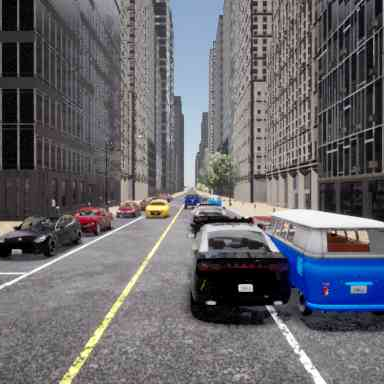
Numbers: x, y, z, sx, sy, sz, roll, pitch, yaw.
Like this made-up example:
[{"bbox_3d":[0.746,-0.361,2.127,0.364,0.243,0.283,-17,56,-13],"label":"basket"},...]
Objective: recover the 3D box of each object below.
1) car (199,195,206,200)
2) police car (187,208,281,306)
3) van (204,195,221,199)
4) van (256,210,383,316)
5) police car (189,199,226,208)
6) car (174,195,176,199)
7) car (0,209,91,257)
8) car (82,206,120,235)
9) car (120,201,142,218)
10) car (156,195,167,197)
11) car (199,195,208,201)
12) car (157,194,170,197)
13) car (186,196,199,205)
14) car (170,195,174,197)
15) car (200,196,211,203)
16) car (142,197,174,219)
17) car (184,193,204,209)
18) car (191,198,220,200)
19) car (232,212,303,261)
[{"bbox_3d":[2.870,1.476,92.690,2.008,1.369,4.403,0,0,0],"label":"car"},{"bbox_3d":[0.917,1.424,8.233,1.930,1.638,5.238,0,0,0],"label":"police car"},{"bbox_3d":[2.768,1.329,41.416,1.690,1.788,3.998,0,0,0],"label":"van"},{"bbox_3d":[2.701,1.340,7.235,1.690,1.788,3.998,0,0,0],"label":"van"},{"bbox_3d":[0.936,1.423,18.233,1.930,1.638,5.238,0,0,0],"label":"police car"},{"bbox_3d":[-5.532,1.526,81.313,1.802,1.307,4.206,0,0,0],"label":"car"},{"bbox_3d":[-5.668,1.564,12.948,1.947,1.339,4.313,0,0,0],"label":"car"},{"bbox_3d":[-5.656,1.542,18.645,1.887,1.381,4.507,0,0,0],"label":"car"},{"bbox_3d":[-5.634,1.576,30.040,1.802,1.307,4.206,0,0,0],"label":"car"},{"bbox_3d":[-5.588,1.544,52.827,1.947,1.339,4.313,0,0,0],"label":"car"},{"bbox_3d":[2.848,1.495,81.296,2.008,1.369,4.403,0,0,0],"label":"car"},{"bbox_3d":[-5.578,1.287,58.524,2.192,1.841,5.009,0,0,0],"label":"car"},{"bbox_3d":[0.117,1.463,59.168,2.128,1.511,4.902,0,0,0],"label":"car"},{"bbox_3d":[-5.556,1.274,69.918,2.192,1.841,5.009,0,0,0],"label":"car"},{"bbox_3d":[2.825,1.510,69.901,2.008,1.369,4.403,0,0,0],"label":"car"},{"bbox_3d":[-2.942,1.472,29.576,1.882,1.535,5.008,0,0,0],"label":"car"},{"bbox_3d":[0.093,1.206,44.894,2.150,2.045,5.566,0,0,0],"label":"car"},{"bbox_3d":[0.948,1.452,24.313,1.801,1.575,5.366,0,0,0],"label":"car"},{"bbox_3d":[2.713,1.580,12.931,1.802,1.307,4.206,0,0,0],"label":"car"}]
